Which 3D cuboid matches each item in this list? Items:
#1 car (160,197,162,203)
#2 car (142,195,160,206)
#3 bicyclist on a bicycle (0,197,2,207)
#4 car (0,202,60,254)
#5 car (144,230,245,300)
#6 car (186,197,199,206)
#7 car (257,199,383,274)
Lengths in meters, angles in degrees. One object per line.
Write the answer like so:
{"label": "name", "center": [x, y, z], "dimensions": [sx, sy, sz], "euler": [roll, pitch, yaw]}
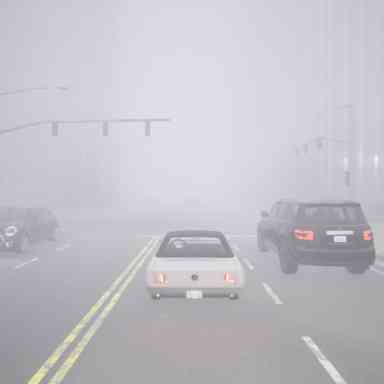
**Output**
{"label": "car", "center": [-6.936, 1.547, 65.737], "dimensions": [2.033, 1.411, 5.357], "euler": [0, 0, 1]}
{"label": "car", "center": [-7.011, 1.352, 55.218], "dimensions": [2.097, 1.767, 4.553], "euler": [0, 0, 0]}
{"label": "bicyclist on a bicycle", "center": [-26.356, 1.301, 45.380], "dimensions": [0.582, 1.620, 1.656], "euler": [0, 0, 0]}
{"label": "car", "center": [-7.114, 1.352, 13.444], "dimensions": [2.097, 1.767, 4.553], "euler": [0, 0, -1]}
{"label": "car", "center": [0.072, 1.601, 8.346], "dimensions": [1.895, 1.301, 4.718], "euler": [0, 0, 1]}
{"label": "car", "center": [0.094, 1.491, 53.549], "dimensions": [2.128, 1.511, 4.902], "euler": [0, 0, 1]}
{"label": "car", "center": [3.589, 1.222, 10.699], "dimensions": [2.150, 2.045, 5.566], "euler": [0, 0, 0]}
